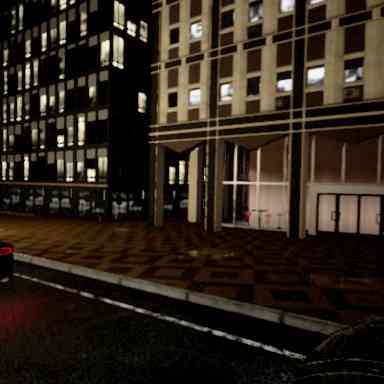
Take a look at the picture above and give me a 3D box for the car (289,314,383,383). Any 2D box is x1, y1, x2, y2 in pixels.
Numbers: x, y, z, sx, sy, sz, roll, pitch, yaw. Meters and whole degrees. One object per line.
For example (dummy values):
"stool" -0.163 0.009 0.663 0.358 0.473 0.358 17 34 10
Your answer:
"car" 2.735 1.359 1.610 4.553 1.767 2.097 0 0 36

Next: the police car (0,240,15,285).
"police car" -6.334 1.380 8.086 5.238 1.638 1.930 0 0 36
